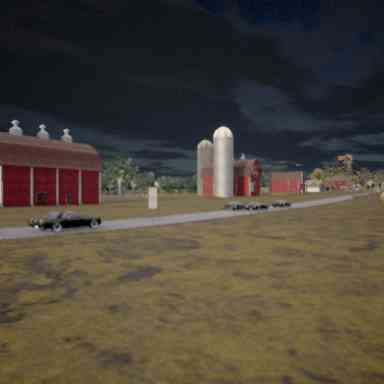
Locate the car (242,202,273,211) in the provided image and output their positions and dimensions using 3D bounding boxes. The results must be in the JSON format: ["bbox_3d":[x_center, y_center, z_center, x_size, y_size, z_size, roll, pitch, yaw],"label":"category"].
[{"bbox_3d":[9.493,2.059,48.118,1.895,1.301,4.718,-1,0,36],"label":"car"}]

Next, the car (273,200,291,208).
[{"bbox_3d":[15.187,2.022,56.259,1.895,1.301,4.718,-1,0,35],"label":"car"}]

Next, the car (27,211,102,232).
[{"bbox_3d":[-8.515,1.960,22.778,1.895,1.301,4.718,-1,-1,35],"label":"car"}]

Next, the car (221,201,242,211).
[{"bbox_3d":[6.370,2.032,48.653,2.033,1.411,5.357,-1,0,36],"label":"car"}]
